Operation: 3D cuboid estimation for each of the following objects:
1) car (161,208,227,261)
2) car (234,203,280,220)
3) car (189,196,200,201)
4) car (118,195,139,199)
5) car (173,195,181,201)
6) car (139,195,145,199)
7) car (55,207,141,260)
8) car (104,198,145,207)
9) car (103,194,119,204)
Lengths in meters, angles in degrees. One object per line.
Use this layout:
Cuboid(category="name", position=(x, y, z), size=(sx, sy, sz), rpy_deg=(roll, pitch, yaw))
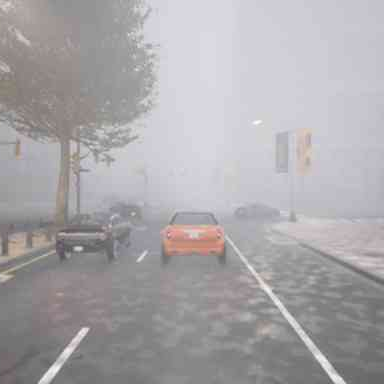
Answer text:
Cuboid(category="car", position=(0.072, 1.377, 12.496), size=(2.097, 1.767, 4.553), rpy_deg=(0, 0, 0))
Cuboid(category="car", position=(5.660, 1.620, 28.766), size=(4.181, 1.385, 1.994), rpy_deg=(0, 0, -37))
Cuboid(category="car", position=(0.648, 1.634, 87.059), size=(1.994, 1.385, 4.181), rpy_deg=(0, 0, 20))
Cuboid(category="car", position=(-11.535, 1.608, 60.732), size=(2.128, 1.511, 4.902), rpy_deg=(0, 0, 0))
Cuboid(category="car", position=(-3.922, 1.524, 87.029), size=(2.033, 1.411, 5.357), rpy_deg=(0, 0, -8))
Cuboid(category="car", position=(-11.515, 1.448, 75.674), size=(2.128, 1.511, 4.902), rpy_deg=(0, 0, 0))
Cuboid(category="car", position=(-3.428, 1.515, 12.490), size=(2.128, 1.511, 4.902), rpy_deg=(0, 0, 0))
Cuboid(category="car", position=(-6.081, 1.563, 29.750), size=(1.837, 1.490, 4.892), rpy_deg=(2, -1, -29))
Cuboid(category="car", position=(-15.014, 1.344, 62.400), size=(2.150, 2.045, 5.566), rpy_deg=(0, 0, 0))
